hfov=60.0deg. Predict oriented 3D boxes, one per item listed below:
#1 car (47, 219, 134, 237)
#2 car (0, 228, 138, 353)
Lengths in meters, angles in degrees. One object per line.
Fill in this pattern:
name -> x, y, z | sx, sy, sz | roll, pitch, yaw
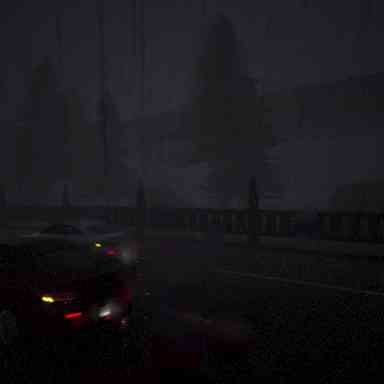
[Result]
car -> -3.831, 1.609, 10.893 | 4.674, 1.442, 1.812 | -1, 0, 34
car -> -3.140, 1.580, 6.194 | 4.674, 1.442, 1.812 | -1, 0, 35
